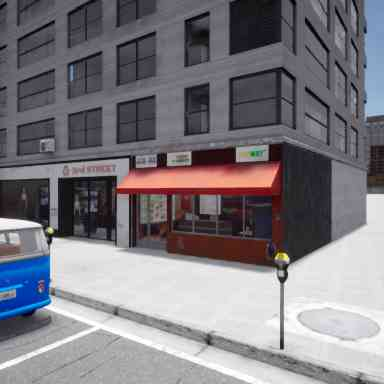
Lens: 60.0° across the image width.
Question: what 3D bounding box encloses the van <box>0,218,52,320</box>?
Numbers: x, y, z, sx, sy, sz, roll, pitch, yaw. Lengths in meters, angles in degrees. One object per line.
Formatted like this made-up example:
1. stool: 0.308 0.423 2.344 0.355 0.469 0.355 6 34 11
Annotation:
1. van: -4.327 1.341 6.165 3.998 1.788 1.690 0 0 36
